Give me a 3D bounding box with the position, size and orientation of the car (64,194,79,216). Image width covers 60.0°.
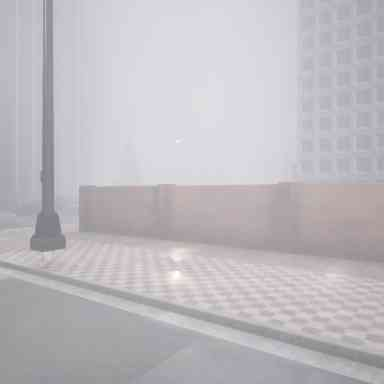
[{"bbox_3d":[-9.178,1.352,31.259,2.097,1.767,4.553,0,0,35],"label":"car"}]

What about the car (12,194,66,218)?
[{"bbox_3d":[-13.752,1.221,31.135,2.150,2.045,5.566,0,0,35],"label":"car"}]

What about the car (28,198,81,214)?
[{"bbox_3d":[-14.711,1.478,35.855,1.882,1.535,5.008,0,0,35],"label":"car"}]
